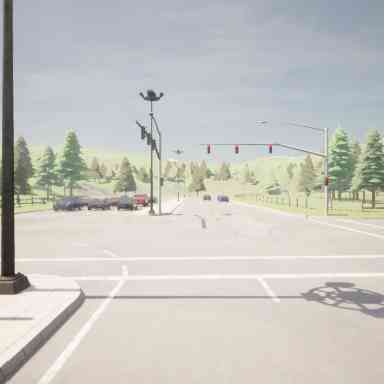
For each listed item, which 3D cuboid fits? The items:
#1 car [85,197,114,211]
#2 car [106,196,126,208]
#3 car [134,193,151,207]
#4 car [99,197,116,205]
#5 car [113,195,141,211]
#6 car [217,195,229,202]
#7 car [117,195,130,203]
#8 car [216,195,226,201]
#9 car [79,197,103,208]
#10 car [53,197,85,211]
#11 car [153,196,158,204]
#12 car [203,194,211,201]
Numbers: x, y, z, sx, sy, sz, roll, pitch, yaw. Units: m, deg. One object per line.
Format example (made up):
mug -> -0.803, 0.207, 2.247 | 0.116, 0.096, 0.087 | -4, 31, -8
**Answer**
car -> -11.568, 1.564, 41.632 | 1.994, 1.385, 4.181 | 0, 0, 0
car -> -11.556, 1.477, 50.610 | 1.882, 1.535, 5.008 | 0, 0, 0
car -> -8.056, 1.221, 51.685 | 2.150, 2.045, 5.566 | 0, 0, 0
car -> -15.029, 1.564, 59.340 | 1.994, 1.385, 4.181 | 0, 0, 0
car -> -8.064, 1.477, 41.751 | 1.882, 1.535, 5.008 | 0, 0, 0
car -> 7.095, 1.478, 73.875 | 1.882, 1.535, 5.008 | 0, 0, 1
car -> -14.920, 1.492, 72.519 | 1.837, 1.490, 4.892 | 0, 0, 0
car -> 7.320, 1.525, 84.279 | 2.128, 1.511, 4.902 | 0, 0, 2
car -> -15.059, 1.547, 49.837 | 2.033, 1.411, 5.357 | 0, 0, 0
car -> -15.070, 1.352, 40.378 | 2.097, 1.767, 4.553 | 0, 0, 0
car -> -7.969, 1.547, 66.427 | 2.033, 1.411, 5.357 | 0, 0, 1
car -> 3.812, 1.355, 84.021 | 2.097, 1.767, 4.553 | 0, 0, 2
